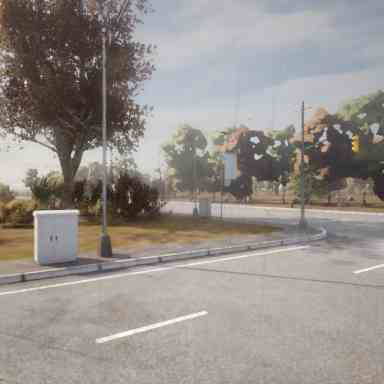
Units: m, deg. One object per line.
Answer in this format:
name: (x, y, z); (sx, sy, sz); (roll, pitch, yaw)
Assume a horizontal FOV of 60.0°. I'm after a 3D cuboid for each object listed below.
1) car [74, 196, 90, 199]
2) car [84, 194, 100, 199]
car: (-28.461, 1.007, 84.889); (4.553, 1.767, 2.097); (1, 0, 41)
car: (-26.301, 1.253, 87.664); (4.718, 1.301, 1.895); (1, 0, 41)
